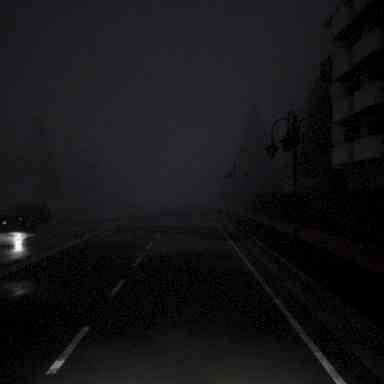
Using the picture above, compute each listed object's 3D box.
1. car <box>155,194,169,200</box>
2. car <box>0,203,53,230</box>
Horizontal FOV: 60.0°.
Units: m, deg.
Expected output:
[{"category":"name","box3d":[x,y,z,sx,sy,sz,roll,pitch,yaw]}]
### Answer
[{"category":"car","box3d":[-8.586,1.299,94.687,2.097,1.767,4.553,0,0,-41]},{"category":"car","box3d":[-10.585,1.498,21.222,1.837,1.490,4.892,0,0,0]}]
